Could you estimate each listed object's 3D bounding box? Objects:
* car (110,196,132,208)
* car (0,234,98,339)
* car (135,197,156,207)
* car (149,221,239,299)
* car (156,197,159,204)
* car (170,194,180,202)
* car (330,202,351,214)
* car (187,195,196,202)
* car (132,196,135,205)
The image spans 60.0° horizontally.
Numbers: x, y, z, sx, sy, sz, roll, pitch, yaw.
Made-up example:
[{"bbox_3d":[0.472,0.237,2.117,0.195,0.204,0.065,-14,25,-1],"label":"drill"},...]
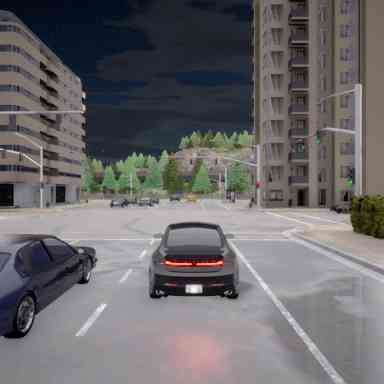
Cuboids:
[{"bbox_3d":[-10.681,1.491,49.016,2.128,1.511,4.902,0,0,0],"label":"car"},{"bbox_3d":[-3.461,1.547,6.516,2.033,1.411,5.357,0,0,0],"label":"car"},{"bbox_3d":[-7.183,1.525,51.982,1.812,1.442,4.674,0,0,-1],"label":"car"},{"bbox_3d":[0.049,1.505,8.445,1.837,1.490,4.892,0,0,0],"label":"car"},{"bbox_3d":[-7.174,1.564,61.895,1.994,1.385,4.181,0,0,0],"label":"car"},{"bbox_3d":[-3.627,1.193,72.903,2.097,1.767,4.553,0,0,0],"label":"car"},{"bbox_3d":[17.285,1.547,34.580,5.357,1.411,2.033,0,0,0],"label":"car"},{"bbox_3d":[-0.125,1.477,73.854,1.882,1.535,5.008,0,0,0],"label":"car"},{"bbox_3d":[-10.675,1.504,58.290,1.837,1.490,4.892,0,0,0],"label":"car"}]
